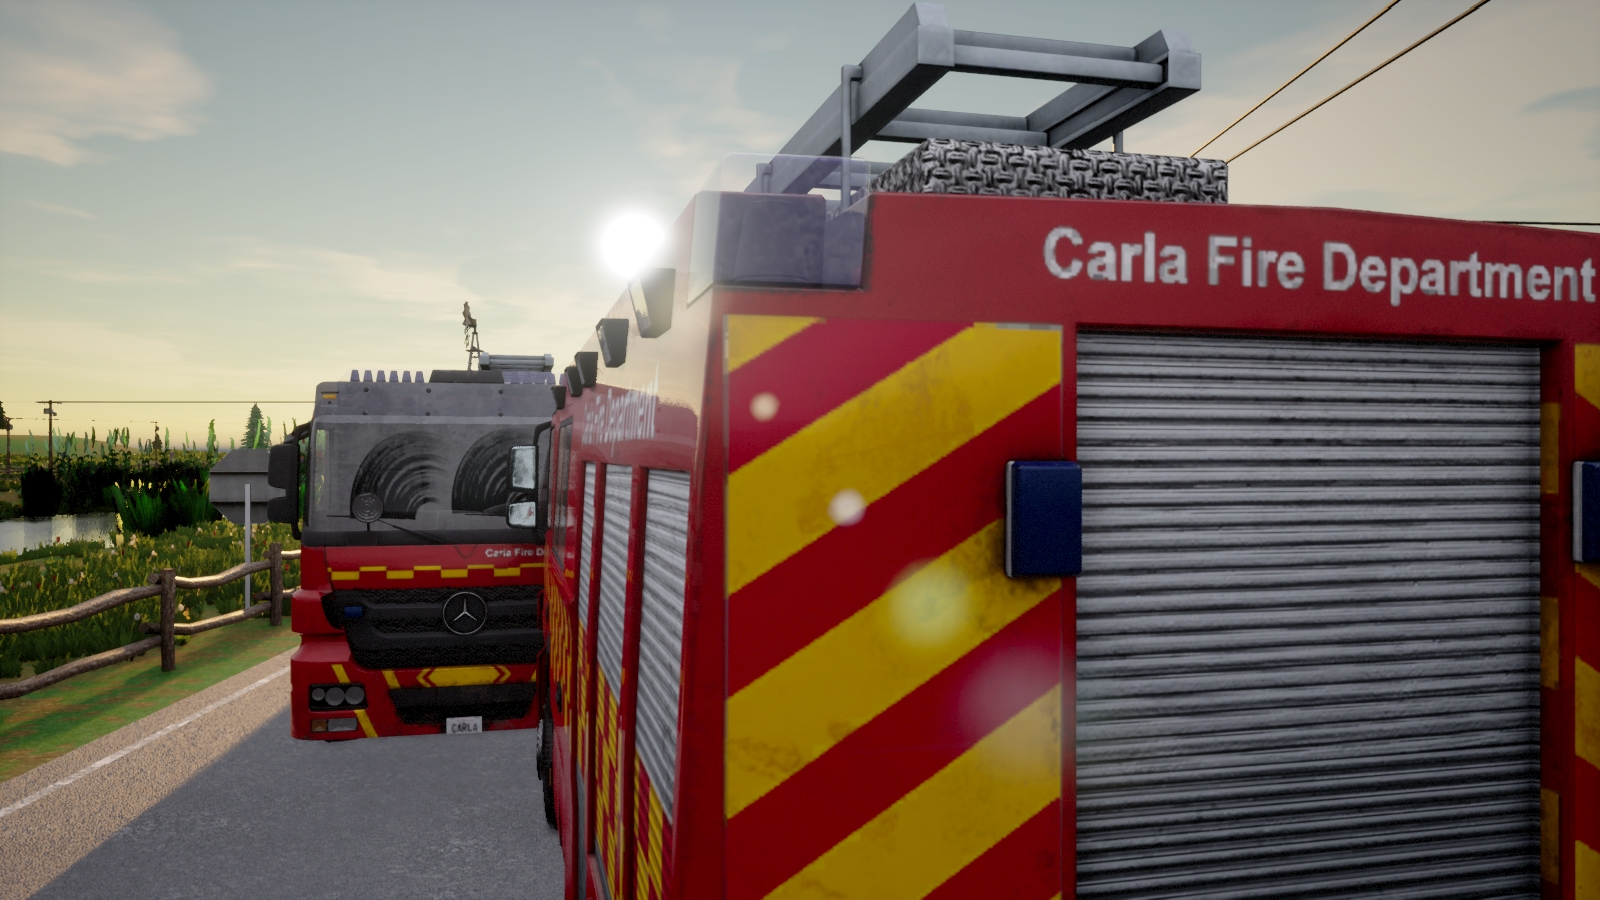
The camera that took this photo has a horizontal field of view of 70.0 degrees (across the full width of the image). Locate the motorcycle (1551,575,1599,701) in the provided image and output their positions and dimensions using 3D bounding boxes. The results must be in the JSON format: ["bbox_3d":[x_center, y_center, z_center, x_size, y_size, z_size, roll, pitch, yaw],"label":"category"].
[{"bbox_3d":[9.791,2.142,13.137,1.805,1.316,0.856,0,0,-7],"label":"motorcycle"}]

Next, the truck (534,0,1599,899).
[{"bbox_3d":[0.000,0.867,6.873,2.891,3.827,8.468,0,0,-15],"label":"truck"}]

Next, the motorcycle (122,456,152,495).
[{"bbox_3d":[-41.311,1.577,71.206,0.803,2.348,2.033,0,0,-4],"label":"motorcycle"}]

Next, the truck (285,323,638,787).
[{"bbox_3d":[-3.906,0.862,13.892,2.891,3.827,8.468,0,0,-15],"label":"truck"}]
